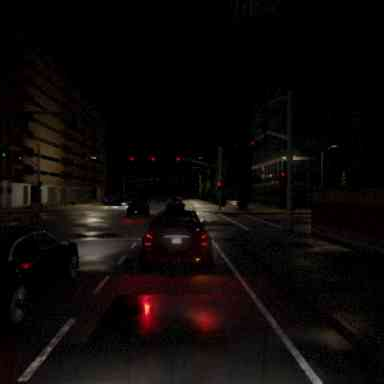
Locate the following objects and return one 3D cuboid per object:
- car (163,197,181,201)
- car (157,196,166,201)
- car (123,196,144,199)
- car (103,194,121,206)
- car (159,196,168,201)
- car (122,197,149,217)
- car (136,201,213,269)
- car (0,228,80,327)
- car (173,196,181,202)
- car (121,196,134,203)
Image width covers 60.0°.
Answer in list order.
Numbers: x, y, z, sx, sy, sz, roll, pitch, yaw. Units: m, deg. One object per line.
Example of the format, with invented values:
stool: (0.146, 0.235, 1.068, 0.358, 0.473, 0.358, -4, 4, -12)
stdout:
car: (-1.688, 1.576, 33.587, 1.882, 1.535, 5.008, 0, 0, -3)
car: (-7.031, 1.683, 76.294, 2.033, 1.411, 5.357, 0, 0, -2)
car: (-9.944, 1.576, 56.451, 2.128, 1.511, 4.902, 0, 0, -1)
car: (-13.433, 1.287, 56.254, 2.150, 2.045, 5.566, 0, 0, -1)
car: (-7.375, 1.708, 86.922, 1.994, 1.385, 4.181, 0, 0, -2)
car: (-5.099, 1.567, 31.893, 2.128, 1.511, 4.902, 0, 0, -3)
car: (-0.493, 1.380, 11.408, 2.097, 1.767, 4.553, 0, 0, -2)
car: (-3.840, 1.488, 6.965, 2.128, 1.511, 4.902, 0, 0, -2)
car: (-3.877, 1.715, 87.036, 2.033, 1.411, 5.357, 0, 0, -2)
car: (-13.890, 1.653, 71.818, 1.994, 1.385, 4.181, 0, 0, -2)
